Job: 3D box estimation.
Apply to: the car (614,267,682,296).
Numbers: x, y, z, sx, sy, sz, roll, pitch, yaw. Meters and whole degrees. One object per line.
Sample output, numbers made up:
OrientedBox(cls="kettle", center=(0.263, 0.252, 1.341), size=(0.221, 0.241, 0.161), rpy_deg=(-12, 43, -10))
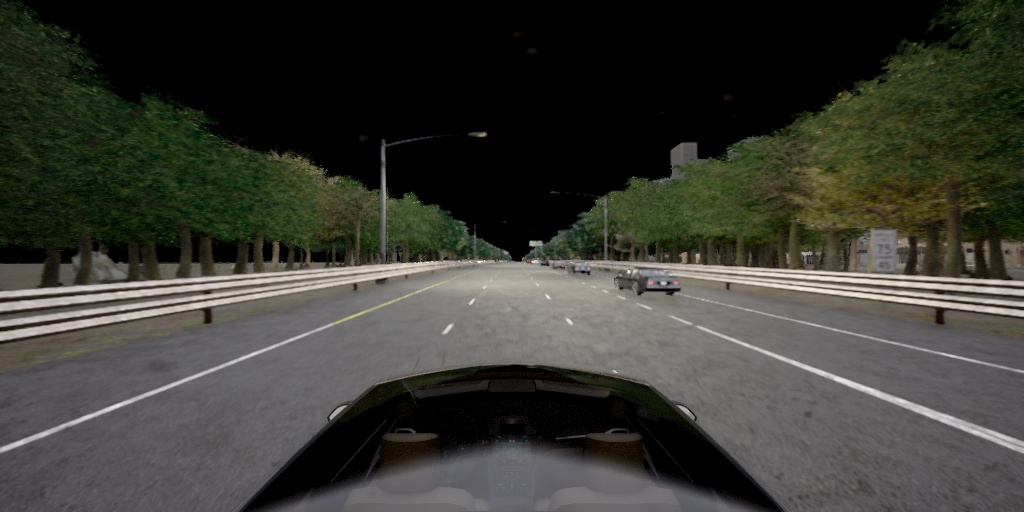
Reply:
OrientedBox(cls="car", center=(7.021, 1.298, 19.127), size=(2.033, 1.411, 5.357), rpy_deg=(0, 0, 0))

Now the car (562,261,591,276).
OrientedBox(cls="car", center=(7.047, 1.319, 38.157), size=(2.033, 1.411, 5.357), rpy_deg=(0, 0, 0))

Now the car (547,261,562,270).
OrientedBox(cls="car", center=(7.112, 1.418, 55.554), size=(2.033, 1.411, 5.357), rpy_deg=(0, 0, 0))
